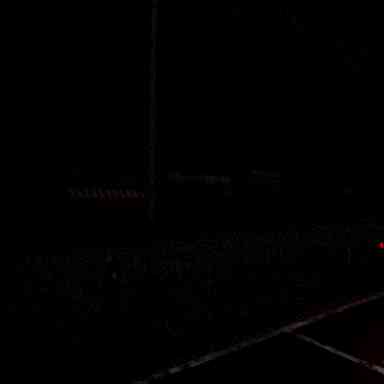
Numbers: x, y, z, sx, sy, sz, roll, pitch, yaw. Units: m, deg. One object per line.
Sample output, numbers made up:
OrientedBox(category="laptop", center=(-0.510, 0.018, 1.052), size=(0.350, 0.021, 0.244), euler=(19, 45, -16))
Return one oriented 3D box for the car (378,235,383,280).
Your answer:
OrientedBox(category="car", center=(6.356, 1.159, 7.357), size=(5.566, 2.045, 2.150), euler=(0, 0, -35))
